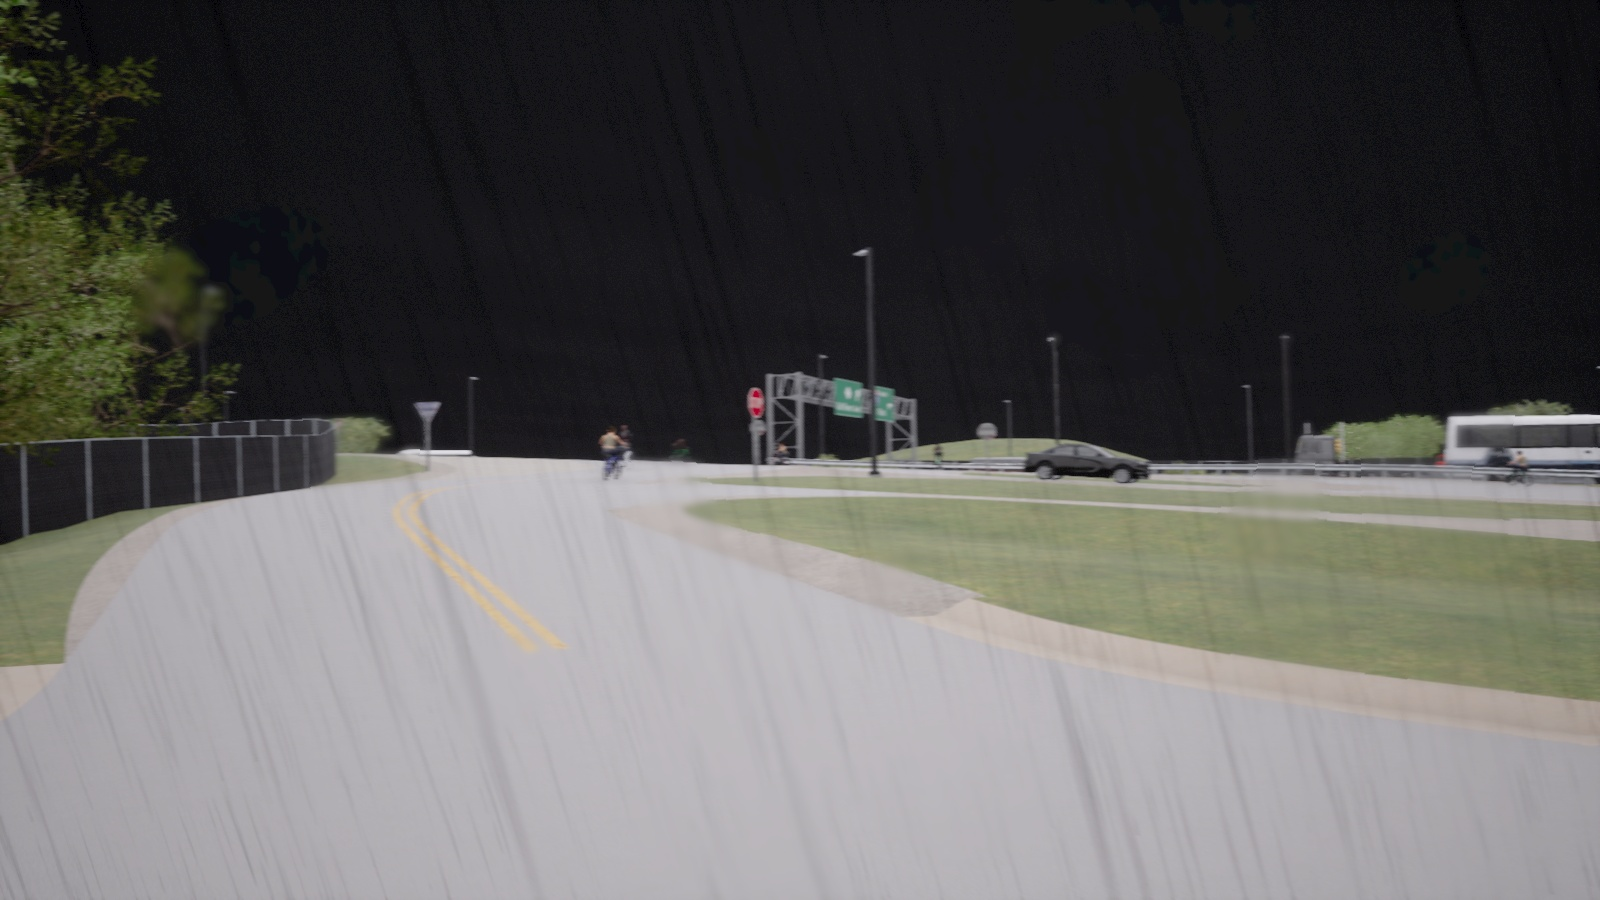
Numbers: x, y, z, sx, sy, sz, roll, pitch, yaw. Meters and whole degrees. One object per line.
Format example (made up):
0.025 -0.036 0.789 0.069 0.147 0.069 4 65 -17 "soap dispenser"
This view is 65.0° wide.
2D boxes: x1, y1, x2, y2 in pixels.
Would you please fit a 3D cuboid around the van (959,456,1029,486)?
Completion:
13.272 1.438 85.950 4.442 1.987 1.775 -1 -2 24 "van"

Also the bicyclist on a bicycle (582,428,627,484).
-5.782 0.166 37.152 0.866 1.612 1.509 0 1 10 "bicyclist on a bicycle"

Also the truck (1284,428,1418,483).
36.470 0.439 83.296 7.936 3.462 2.891 -1 -2 24 "truck"

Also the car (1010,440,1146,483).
11.199 0.456 50.564 5.008 1.535 1.882 2 -1 25 "car"

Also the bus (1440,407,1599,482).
44.601 -0.242 75.855 10.273 4.253 3.944 -1 -2 24 "bus"

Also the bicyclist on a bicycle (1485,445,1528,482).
31.861 0.601 56.682 0.866 1.612 1.509 -3 1 -9 "bicyclist on a bicycle"
